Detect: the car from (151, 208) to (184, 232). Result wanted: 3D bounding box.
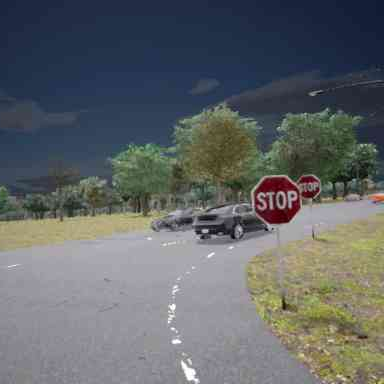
[{"bbox_3d":[-0.766,1.859,22.793,1.812,1.442,4.674,-6,-3,39],"label":"car"}]

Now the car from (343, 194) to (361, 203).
[{"bbox_3d":[27.619,1.051,57.233,1.812,1.442,4.674,-6,-3,39],"label":"car"}]

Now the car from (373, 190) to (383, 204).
[{"bbox_3d":[24.857,0.502,42.966,2.097,1.767,4.553,-6,-3,39],"label":"car"}]

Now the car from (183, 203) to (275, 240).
[{"bbox_3d":[2.046,1.281,15.235,1.837,1.490,4.892,-6,-3,39],"label":"car"}]
